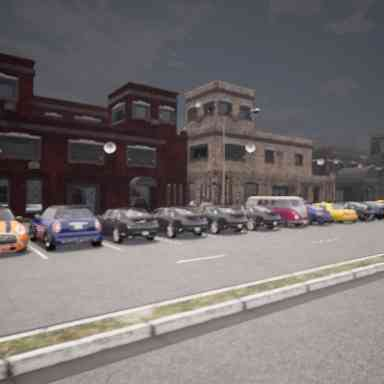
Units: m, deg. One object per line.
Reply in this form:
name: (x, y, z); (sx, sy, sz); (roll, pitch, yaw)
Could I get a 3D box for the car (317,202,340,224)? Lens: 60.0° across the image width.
car: (7.834, 1.571, 24.183); (2.002, 1.452, 4.674); (0, 0, -36)

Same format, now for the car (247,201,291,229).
car: (3.351, 1.514, 20.973); (2.231, 1.521, 4.892); (0, 0, -36)

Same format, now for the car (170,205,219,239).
car: (-1.133, 1.499, 17.766); (2.231, 1.521, 4.892); (0, 0, -36)

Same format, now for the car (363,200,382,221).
car: (12.322, 1.556, 27.388); (2.231, 1.521, 4.892); (0, 0, -36)

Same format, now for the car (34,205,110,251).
car: (-5.604, 1.362, 14.538); (2.185, 1.767, 4.553); (0, 0, -36)

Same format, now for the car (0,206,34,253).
car: (-7.883, 1.359, 12.985); (2.185, 1.767, 4.553); (0, 0, -36)

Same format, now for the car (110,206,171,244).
car: (-3.376, 1.494, 16.162); (2.231, 1.521, 4.892); (0, 0, -36)

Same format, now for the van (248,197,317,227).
van: (5.760, 1.296, 22.558); (1.878, 1.987, 4.442); (0, 0, -36)

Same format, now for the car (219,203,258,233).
car: (1.109, 1.506, 19.370); (2.231, 1.521, 4.892); (0, 0, -36)

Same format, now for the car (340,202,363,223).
car: (9.969, 1.540, 25.941); (1.946, 1.575, 5.366); (0, 0, -36)

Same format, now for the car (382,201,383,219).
car: (14.545, 1.597, 29.021); (2.163, 1.488, 4.792); (0, 0, -36)
